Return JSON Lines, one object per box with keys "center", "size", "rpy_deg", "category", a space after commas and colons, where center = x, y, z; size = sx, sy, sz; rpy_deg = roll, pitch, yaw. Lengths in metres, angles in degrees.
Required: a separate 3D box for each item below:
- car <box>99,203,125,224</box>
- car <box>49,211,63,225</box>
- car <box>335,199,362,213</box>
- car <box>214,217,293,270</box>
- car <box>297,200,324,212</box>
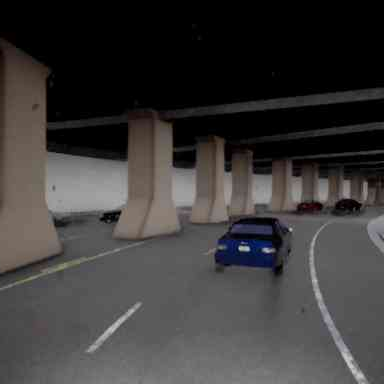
{"center": [-4.138, 1.450, 23.464], "size": [2.033, 1.411, 5.357], "rpy_deg": [0, 0, 25], "category": "car"}
{"center": [-9.792, 1.474, 19.093], "size": [1.895, 1.301, 4.718], "rpy_deg": [0, 0, 21], "category": "car"}
{"center": [17.945, 1.499, 38.039], "size": [1.882, 1.535, 5.008], "rpy_deg": [0, 0, 41], "category": "car"}
{"center": [2.237, 1.532, 11.080], "size": [2.033, 1.411, 5.357], "rpy_deg": [0, 0, 20], "category": "car"}
{"center": [13.736, 1.554, 38.440], "size": [1.994, 1.385, 4.181], "rpy_deg": [1, 0, 38], "category": "car"}
